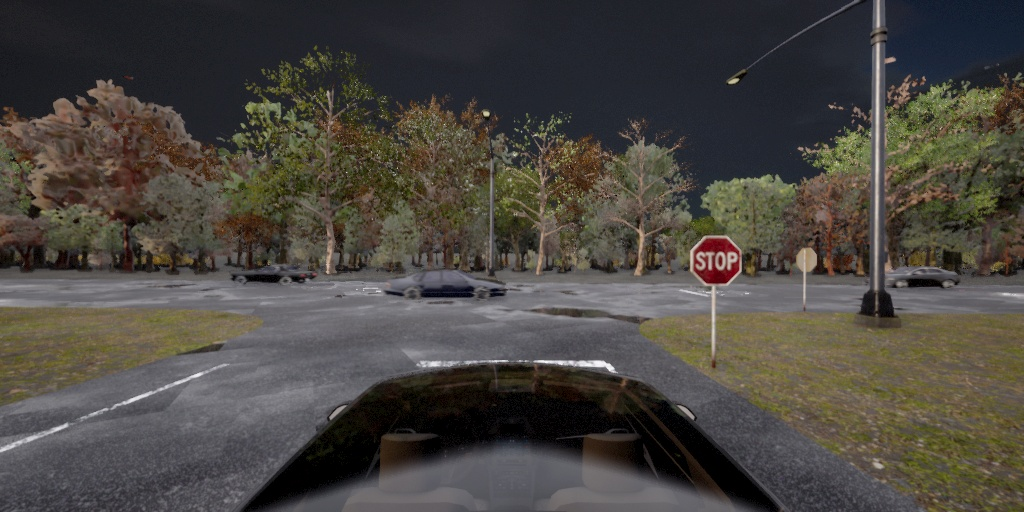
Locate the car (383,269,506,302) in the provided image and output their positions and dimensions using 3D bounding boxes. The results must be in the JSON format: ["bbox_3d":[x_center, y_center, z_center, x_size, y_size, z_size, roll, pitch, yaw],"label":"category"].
[{"bbox_3d":[-2.942,1.289,16.267,5.357,1.411,2.033,0,0,0],"label":"car"}]

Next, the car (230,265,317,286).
[{"bbox_3d":[-15.534,1.247,23.415,4.718,1.301,1.895,0,0,1],"label":"car"}]

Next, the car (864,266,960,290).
[{"bbox_3d":[25.727,1.425,23.163,4.902,1.511,2.128,-1,0,0],"label":"car"}]
